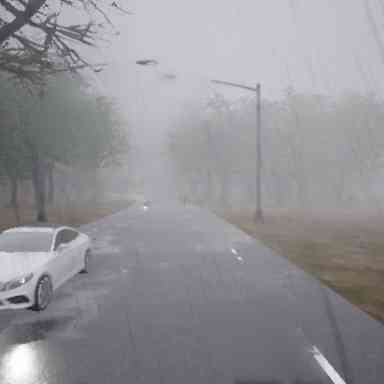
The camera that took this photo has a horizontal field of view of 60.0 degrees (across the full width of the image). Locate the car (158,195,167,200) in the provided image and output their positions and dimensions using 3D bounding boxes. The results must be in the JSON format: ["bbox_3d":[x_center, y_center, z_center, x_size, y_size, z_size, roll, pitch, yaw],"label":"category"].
[{"bbox_3d":[-7.600,1.348,86.359,1.895,1.301,4.718,-1,0,-11],"label":"car"}]

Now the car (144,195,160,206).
[{"bbox_3d":[-6.403,1.307,52.001,2.097,1.767,4.553,0,0,-6],"label":"car"}]

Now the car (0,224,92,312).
[{"bbox_3d":[-3.704,1.523,7.800,1.812,1.442,4.674,0,0,-1],"label":"car"}]

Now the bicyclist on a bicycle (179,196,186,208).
[{"bbox_3d":[-0.976,1.394,43.114,0.582,1.620,1.656,0,0,-5],"label":"bicyclist on a bicycle"}]

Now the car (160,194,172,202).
[{"bbox_3d":[-5.765,1.236,74.960,2.097,1.767,4.553,0,0,-9],"label":"car"}]
